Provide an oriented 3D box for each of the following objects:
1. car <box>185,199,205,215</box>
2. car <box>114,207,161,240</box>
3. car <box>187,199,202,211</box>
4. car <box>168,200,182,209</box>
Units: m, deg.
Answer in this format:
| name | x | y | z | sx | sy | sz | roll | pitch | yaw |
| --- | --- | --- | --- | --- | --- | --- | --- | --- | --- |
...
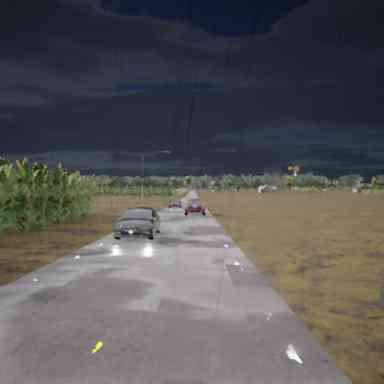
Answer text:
| name | x | y | z | sx | sy | sz | roll | pitch | yaw |
| --- | --- | --- | --- | --- | --- | --- | --- | --- | --- |
| car | 0.315 | 1.541 | 36.035 | 2.097 | 1.767 | 4.553 | 0 | 0 | 0 |
| car | -2.742 | 1.593 | 17.475 | 1.837 | 1.490 | 4.892 | 0 | 0 | 1 |
| car | 0.372 | 1.754 | 47.100 | 2.128 | 1.511 | 4.902 | 0 | 0 | 1 |
| car | -2.530 | 1.847 | 50.773 | 1.994 | 1.385 | 4.181 | 0 | 0 | 0 |
